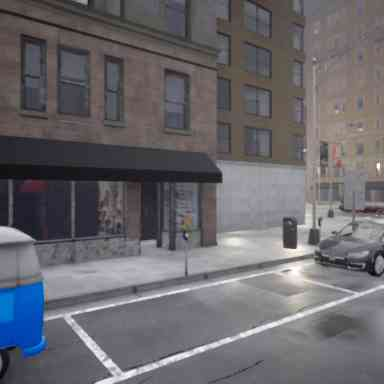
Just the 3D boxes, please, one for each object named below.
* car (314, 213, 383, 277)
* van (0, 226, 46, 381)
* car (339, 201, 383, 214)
[{"bbox_3d":[5.509,1.542,10.130,4.403,1.369,2.008,0,0,-36],"label":"car"},{"bbox_3d":[-3.704,1.342,3.546,3.998,1.788,1.690,0,0,-36],"label":"van"},{"bbox_3d":[16.496,1.505,31.149,1.895,1.301,4.718,0,0,-36],"label":"car"}]
